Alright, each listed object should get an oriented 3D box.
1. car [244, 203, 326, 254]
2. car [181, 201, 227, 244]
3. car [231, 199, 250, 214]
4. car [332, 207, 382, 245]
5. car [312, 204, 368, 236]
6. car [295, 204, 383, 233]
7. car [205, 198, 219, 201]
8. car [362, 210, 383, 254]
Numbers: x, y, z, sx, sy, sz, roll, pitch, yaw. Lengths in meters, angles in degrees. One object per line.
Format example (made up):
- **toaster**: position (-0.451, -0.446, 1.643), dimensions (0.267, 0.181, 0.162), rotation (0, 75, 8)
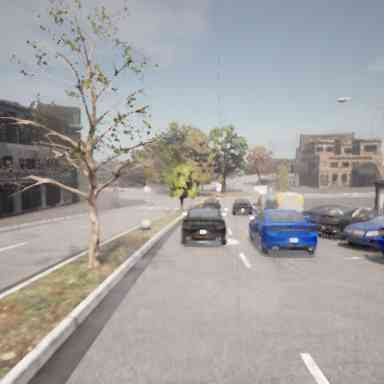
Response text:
- **car**: position (3.474, 1.433, 13.427), dimensions (1.882, 1.535, 5.008), rotation (0, 0, 2)
- **car**: position (0.573, 1.417, 15.535), dimensions (1.882, 1.535, 5.008), rotation (0, 0, 3)
- **car**: position (5.058, 1.446, 33.770), dimensions (1.837, 1.490, 4.892), rotation (0, 0, 6)
- **car**: position (8.380, 1.491, 13.376), dimensions (4.674, 1.452, 2.002), rotation (1, 0, -17)
- **car**: position (8.519, 1.448, 16.331), dimensions (4.892, 1.521, 2.231), rotation (1, 0, -16)
- **car**: position (8.732, 1.475, 19.290), dimensions (4.792, 1.488, 2.163), rotation (1, 0, -16)
- **car**: position (2.061, 1.421, 33.941), dimensions (1.837, 1.490, 4.892), rotation (0, 0, 6)
- **car**: position (8.251, 1.455, 10.429), dimensions (5.008, 1.535, 2.097), rotation (1, 0, -17)
